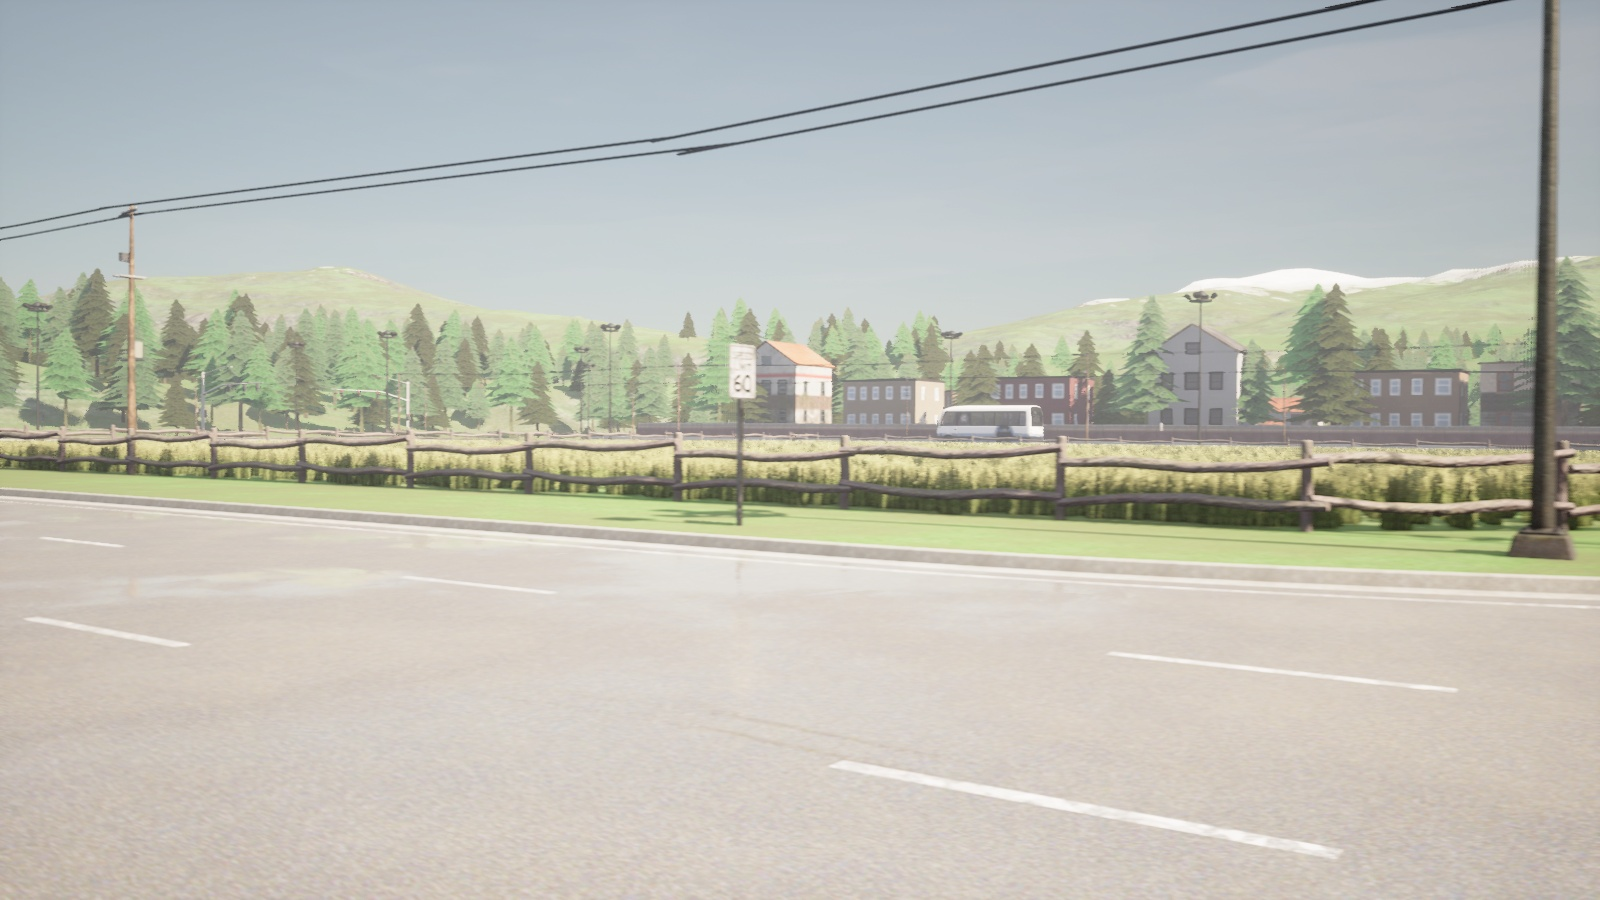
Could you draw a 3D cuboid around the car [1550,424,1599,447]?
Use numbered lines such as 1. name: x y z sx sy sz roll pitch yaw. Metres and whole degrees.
1. car: 52.988 -0.951 84.182 4.514 1.525 2.007 0 1 34
